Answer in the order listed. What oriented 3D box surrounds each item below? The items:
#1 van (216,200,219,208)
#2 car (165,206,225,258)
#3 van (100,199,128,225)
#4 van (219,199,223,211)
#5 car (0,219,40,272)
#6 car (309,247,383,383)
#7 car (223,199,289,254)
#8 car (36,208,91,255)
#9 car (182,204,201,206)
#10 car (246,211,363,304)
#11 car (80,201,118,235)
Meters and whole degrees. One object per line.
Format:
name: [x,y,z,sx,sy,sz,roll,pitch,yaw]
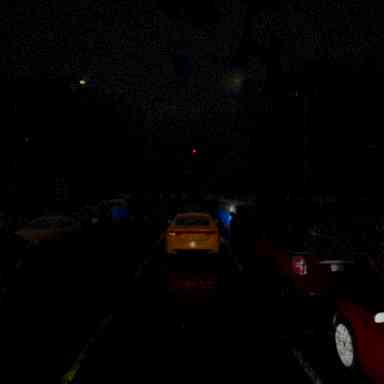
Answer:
van: [2.695,1.417,24.523,1.690,1.788,3.998,0,0,0]
car: [0.044,1.518,12.979,1.882,1.535,5.008,0,0,1]
van: [-5.830,1.419,24.500,1.690,1.788,3.998,0,0,0]
van: [2.710,1.399,19.085,1.690,1.788,3.998,0,0,0]
car: [-5.785,1.593,8.187,1.947,1.339,4.313,0,0,0]
car: [2.754,1.552,2.772,1.887,1.381,4.507,0,0,0]
car: [2.725,1.356,13.648,2.192,1.841,5.009,0,0,0]
car: [-5.800,1.569,13.455,1.752,1.417,4.829,0,0,0]
car: [-0.017,1.563,22.984,2.128,1.511,4.902,0,0,0]
car: [2.740,1.464,8.210,1.967,1.590,4.097,0,0,0]
car: [-5.815,1.501,19.062,1.967,1.590,4.097,0,0,0]
